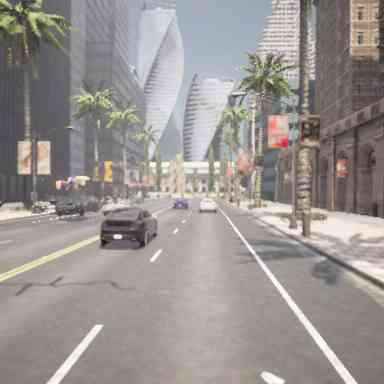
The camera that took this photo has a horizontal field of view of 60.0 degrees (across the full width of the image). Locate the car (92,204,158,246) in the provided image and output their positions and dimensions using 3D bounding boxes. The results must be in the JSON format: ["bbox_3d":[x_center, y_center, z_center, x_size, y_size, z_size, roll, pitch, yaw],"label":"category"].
[{"bbox_3d":[-2.740,1.470,15.214,1.837,1.490,4.892,0,0,3],"label":"car"}]

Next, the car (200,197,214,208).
[{"bbox_3d":[2.177,1.531,48.499,1.994,1.385,4.181,0,0,2],"label":"car"}]

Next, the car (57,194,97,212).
[{"bbox_3d":[-9.262,0.877,27.167,2.097,1.767,4.553,0,0,3],"label":"car"}]

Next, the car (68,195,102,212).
[{"bbox_3d":[-11.924,1.232,37.439,2.185,1.767,4.553,0,0,2],"label":"car"}]

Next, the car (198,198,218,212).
[{"bbox_3d":[1.778,1.500,37.656,1.812,1.442,4.674,0,0,2],"label":"car"}]

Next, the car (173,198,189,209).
[{"bbox_3d":[-1.457,1.470,44.705,1.812,1.442,4.674,0,0,2],"label":"car"}]

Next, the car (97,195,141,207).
[{"bbox_3d":[-5.771,1.142,26.924,1.895,1.301,4.718,0,0,3],"label":"car"}]

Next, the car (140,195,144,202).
[{"bbox_3d":[-10.854,1.337,66.794,2.231,1.521,4.892,0,0,2],"label":"car"}]
